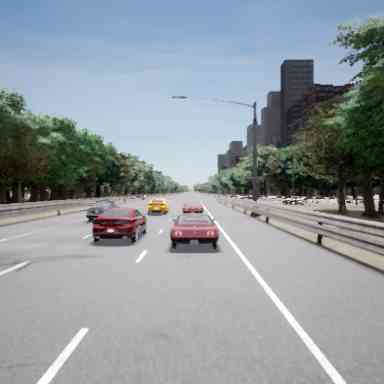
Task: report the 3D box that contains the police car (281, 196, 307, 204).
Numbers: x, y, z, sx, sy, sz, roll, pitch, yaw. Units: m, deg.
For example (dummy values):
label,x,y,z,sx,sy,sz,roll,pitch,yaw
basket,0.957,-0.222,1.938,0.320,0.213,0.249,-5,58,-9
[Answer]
label,x,y,z,sx,sy,sz,roll,pitch,yaw
police car,19.516,1.549,64.062,2.038,1.542,4.974,0,1,-37

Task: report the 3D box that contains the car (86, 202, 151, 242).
label,x,y,z,sx,sy,sz,roll,pitch,yaw
car,-3.406,1.462,16.391,1.882,1.535,5.008,0,0,0

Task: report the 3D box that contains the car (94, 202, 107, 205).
label,x,y,z,sx,sy,sz,roll,pitch,yaw
car,-6.909,1.501,26.693,2.033,1.411,5.357,0,0,0

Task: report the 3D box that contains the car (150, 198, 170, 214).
label,x,y,z,sx,sy,sz,roll,pitch,yaw
car,-3.412,1.406,34.396,1.882,1.535,5.008,0,0,0

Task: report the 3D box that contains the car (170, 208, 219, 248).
label,x,y,z,sx,sy,sz,roll,pitch,yaw
car,0.094,1.588,14.751,1.895,1.301,4.718,0,0,0

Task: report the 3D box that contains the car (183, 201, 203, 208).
label,x,y,z,sx,sy,sz,roll,pitch,yaw
car,0.088,1.539,31.326,1.895,1.301,4.718,0,0,0
